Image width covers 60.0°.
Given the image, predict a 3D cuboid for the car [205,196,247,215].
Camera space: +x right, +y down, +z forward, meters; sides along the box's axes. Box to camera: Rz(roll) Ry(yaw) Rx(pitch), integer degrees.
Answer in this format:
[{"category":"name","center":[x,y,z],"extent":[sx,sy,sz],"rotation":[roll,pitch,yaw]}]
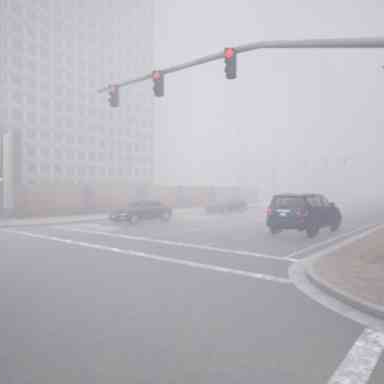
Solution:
[{"category":"car","center":[3.185,1.191,30.714],"extent":[1.882,1.535,5.008],"rotation":[1,1,39]}]

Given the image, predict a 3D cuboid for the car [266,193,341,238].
[{"category":"car","center":[5.886,1.088,17.233],"extent":[2.150,2.045,5.566],"rotation":[1,1,40]}]

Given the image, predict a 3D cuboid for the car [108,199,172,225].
[{"category":"car","center":[-3.405,1.292,22.634],"extent":[1.837,1.490,4.892],"rotation":[1,1,39]}]
